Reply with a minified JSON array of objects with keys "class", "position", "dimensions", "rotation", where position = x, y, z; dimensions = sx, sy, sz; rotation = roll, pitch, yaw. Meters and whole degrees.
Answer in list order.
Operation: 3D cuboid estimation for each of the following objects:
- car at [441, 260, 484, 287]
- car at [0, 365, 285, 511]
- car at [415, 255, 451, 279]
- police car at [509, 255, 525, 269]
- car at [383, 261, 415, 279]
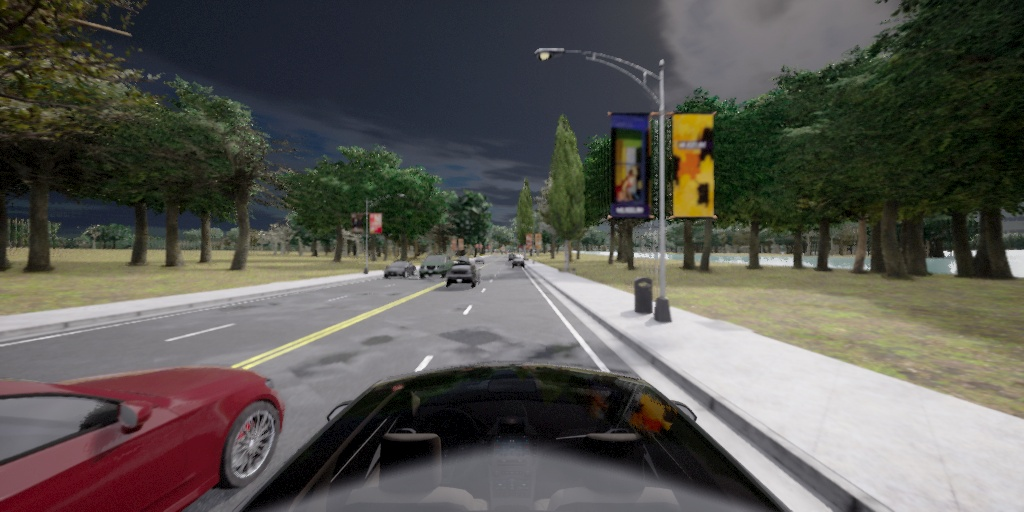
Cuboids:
[{"class":"car","position":[-3.156,1.220,23.845],"dimensions":[1.837,1.490,4.892],"rotation":[0,0,0]},{"class":"car","position":[-3.163,1.275,1.615],"dimensions":[1.812,1.442,4.674],"rotation":[0,0,0]},{"class":"car","position":[-6.605,0.914,31.834],"dimensions":[2.150,2.045,5.566],"rotation":[0,0,0]},{"class":"police car","position":[0.961,1.022,53.540],"dimensions":[1.930,1.638,5.238],"rotation":[0,0,0]},{"class":"car","position":[-9.852,1.197,31.902],"dimensions":[1.837,1.490,4.892],"rotation":[0,0,0]}]
